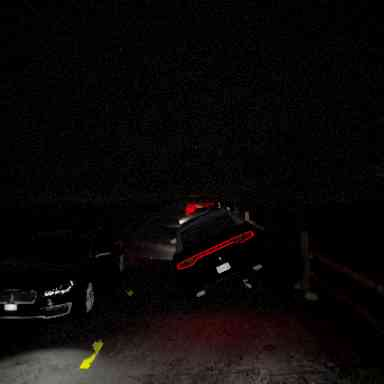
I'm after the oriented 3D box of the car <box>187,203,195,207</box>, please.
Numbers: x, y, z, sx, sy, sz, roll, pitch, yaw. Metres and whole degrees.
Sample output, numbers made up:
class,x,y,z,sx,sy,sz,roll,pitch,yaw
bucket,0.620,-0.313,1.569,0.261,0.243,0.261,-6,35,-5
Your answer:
class,x,y,z,sx,sy,sz,roll,pitch,yaw
car,0.791,1.569,18.537,1.812,1.442,4.674,0,0,0

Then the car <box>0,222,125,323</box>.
class,x,y,z,sx,sy,sz,roll,pitch,yaw
car,-2.764,1.513,7.504,1.837,1.490,4.892,0,0,0

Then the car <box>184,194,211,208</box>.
class,x,y,z,sx,sy,sz,roll,pitch,yaw
car,0.677,1.238,24.480,2.150,2.045,5.566,-3,-2,3

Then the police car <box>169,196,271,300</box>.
class,x,y,z,sx,sy,sz,roll,pitch,yaw
police car,0.484,1.210,8.657,1.930,1.638,5.238,-25,0,0

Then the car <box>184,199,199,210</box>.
class,x,y,z,sx,sy,sz,roll,pitch,yaw
car,-0.074,1.730,46.471,2.033,1.411,5.357,0,0,0
